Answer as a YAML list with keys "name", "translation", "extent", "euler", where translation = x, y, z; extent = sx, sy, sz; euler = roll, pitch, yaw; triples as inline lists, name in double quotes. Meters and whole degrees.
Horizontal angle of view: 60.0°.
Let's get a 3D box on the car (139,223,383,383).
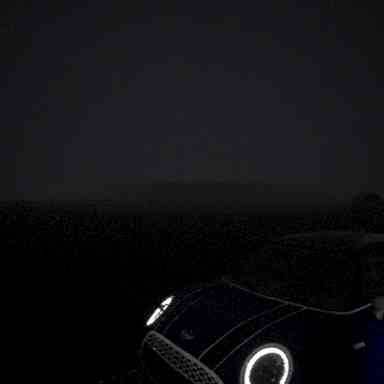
- name: "car"
  translation: [1.627, 1.352, 4.226]
  extent: [4.553, 1.767, 2.097]
  euler: [0, 0, -35]
